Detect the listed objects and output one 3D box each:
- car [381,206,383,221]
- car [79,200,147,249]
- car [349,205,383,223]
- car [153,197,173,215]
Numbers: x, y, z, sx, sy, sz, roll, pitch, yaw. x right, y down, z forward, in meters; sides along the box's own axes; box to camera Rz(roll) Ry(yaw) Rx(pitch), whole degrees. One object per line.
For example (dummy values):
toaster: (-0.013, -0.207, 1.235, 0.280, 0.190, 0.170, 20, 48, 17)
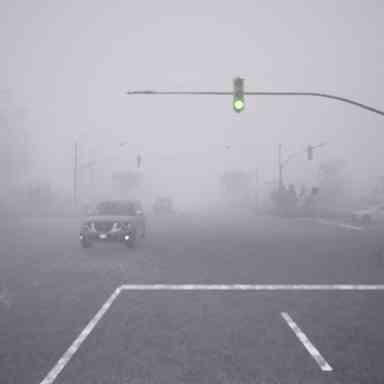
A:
car: (16.884, 1.871, 24.369, 4.718, 1.301, 1.895, 0, -1, -6)
car: (-3.501, 1.406, 15.835, 2.150, 2.045, 5.566, 0, 0, 0)
car: (15.610, 1.834, 27.831, 4.674, 1.442, 1.812, 0, -1, -2)
car: (-3.500, 1.682, 41.225, 2.150, 2.045, 5.566, 0, 0, 0)
